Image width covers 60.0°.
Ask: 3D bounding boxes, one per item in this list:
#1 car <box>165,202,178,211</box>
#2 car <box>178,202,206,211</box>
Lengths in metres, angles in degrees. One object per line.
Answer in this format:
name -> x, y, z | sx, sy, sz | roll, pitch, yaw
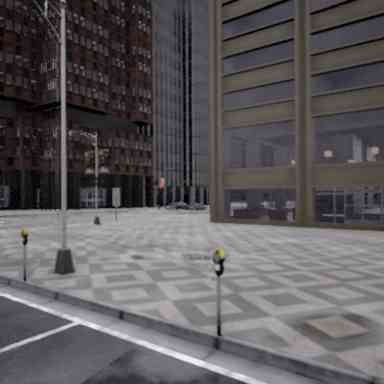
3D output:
car -> -2.819, 2.546, 59.511 | 2.128, 1.511, 4.902 | -1, -1, 36
car -> 0.398, 2.589, 58.417 | 2.033, 1.411, 5.357 | -1, -1, 35
